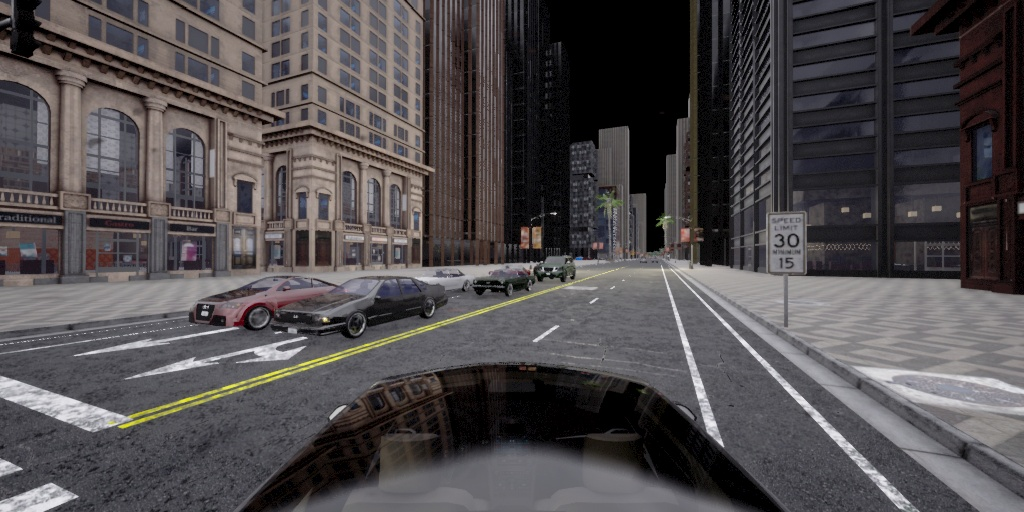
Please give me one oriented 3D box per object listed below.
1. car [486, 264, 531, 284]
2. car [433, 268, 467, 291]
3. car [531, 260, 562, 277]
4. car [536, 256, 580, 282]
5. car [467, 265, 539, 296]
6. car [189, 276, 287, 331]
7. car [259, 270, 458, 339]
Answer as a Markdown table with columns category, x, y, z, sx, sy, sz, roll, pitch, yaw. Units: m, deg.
| category | x | y | z | sx | sy | sz | roll | pitch | yaw |
| --- | --- | --- | --- | --- | --- | --- | --- | --- | --- |
| car | -0.132 | 1.364 | 28.480 | 1.895 | 1.301 | 4.718 | 0 | 0 | 22 |
| car | -3.905 | 1.356 | 19.260 | 1.895 | 1.301 | 4.718 | 0 | 0 | 22 |
| car | 3.768 | 1.250 | 37.911 | 1.882 | 1.535 | 5.008 | 0 | 0 | 23 |
| car | 3.733 | 0.986 | 29.332 | 2.150 | 2.045 | 5.566 | 0 | 0 | 22 |
| car | -0.321 | 1.357 | 19.433 | 1.895 | 1.301 | 4.718 | 0 | 0 | 22 |
| car | -7.218 | 1.315 | 11.149 | 1.994 | 1.385 | 4.181 | 0 | 0 | 22 |
| car | -3.952 | 1.299 | 10.558 | 2.033 | 1.411 | 5.357 | 0 | 0 | 22 |
